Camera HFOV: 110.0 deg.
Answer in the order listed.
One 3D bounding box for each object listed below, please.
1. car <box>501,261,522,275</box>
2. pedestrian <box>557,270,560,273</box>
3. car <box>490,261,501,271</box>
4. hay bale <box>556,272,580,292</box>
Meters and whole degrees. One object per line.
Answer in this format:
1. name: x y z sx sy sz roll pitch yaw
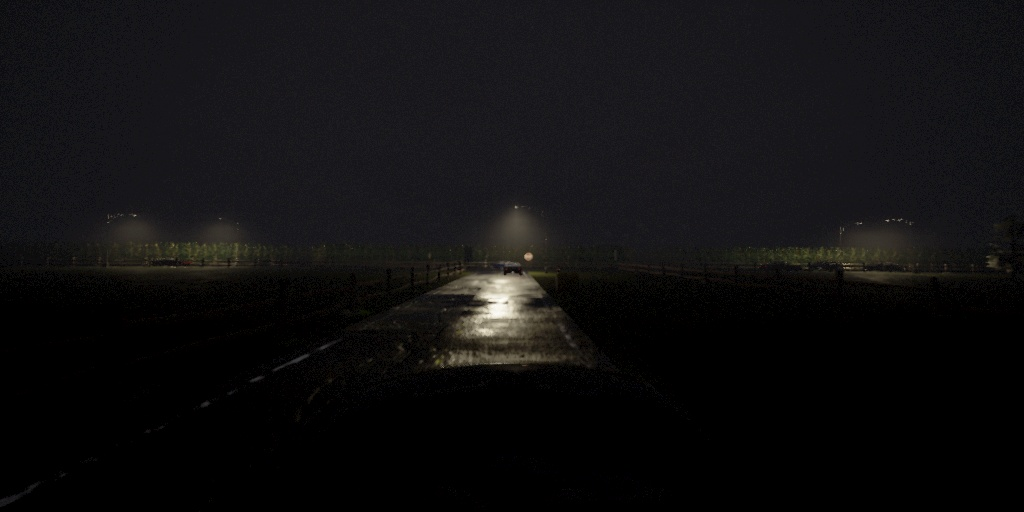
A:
1. car: 0.092 1.343 38.166 1.895 1.301 4.718 0 0 0
2. pedestrian: 2.791 1.051 21.310 0.375 1.860 0.375 1 -1 -3
3. car: -1.320 1.332 49.130 1.895 1.301 4.718 1 0 -27
4. hay bale: 3.135 1.404 20.194 1.220 1.180 1.240 0 0 0
